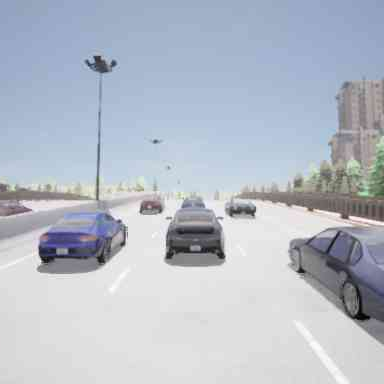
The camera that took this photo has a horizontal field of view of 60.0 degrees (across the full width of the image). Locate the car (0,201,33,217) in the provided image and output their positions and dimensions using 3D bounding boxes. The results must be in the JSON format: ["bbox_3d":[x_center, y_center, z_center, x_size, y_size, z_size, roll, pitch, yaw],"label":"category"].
[{"bbox_3d":[-10.597,1.232,18.557,1.994,1.385,4.181,0,1,0],"label":"car"}]

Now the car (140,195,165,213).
[{"bbox_3d":[-3.397,0.991,28.931,1.812,1.442,4.674,0,1,0],"label":"car"}]

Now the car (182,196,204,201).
[{"bbox_3d":[0.103,1.039,28.467,1.994,1.385,4.181,0,1,0],"label":"car"}]

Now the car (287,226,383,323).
[{"bbox_3d":[3.601,1.441,7.004,2.033,1.411,5.357,0,1,0],"label":"car"}]

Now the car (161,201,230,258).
[{"bbox_3d":[0.101,1.303,11.882,1.837,1.490,4.892,0,1,0],"label":"car"}]

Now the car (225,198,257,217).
[{"bbox_3d":[3.603,1.134,25.479,1.895,1.301,4.718,0,1,0],"label":"car"}]

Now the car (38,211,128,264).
[{"bbox_3d":[-3.399,1.340,11.008,1.812,1.442,4.674,0,1,0],"label":"car"}]
